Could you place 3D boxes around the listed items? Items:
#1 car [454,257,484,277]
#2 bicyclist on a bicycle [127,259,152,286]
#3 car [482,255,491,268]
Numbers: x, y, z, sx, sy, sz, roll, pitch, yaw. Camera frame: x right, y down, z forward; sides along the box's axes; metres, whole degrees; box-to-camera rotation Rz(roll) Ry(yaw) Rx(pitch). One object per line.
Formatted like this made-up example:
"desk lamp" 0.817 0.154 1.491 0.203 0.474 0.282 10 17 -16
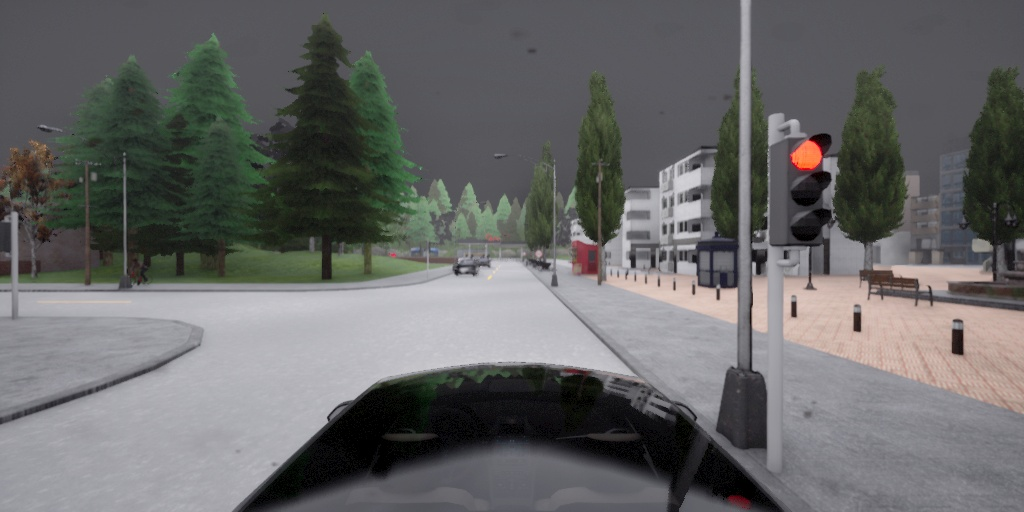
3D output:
"car" -4.092 1.061 32.884 2.128 1.511 4.902 0 0 0
"bicyclist on a bicycle" -22.144 0.985 21.234 0.582 1.620 1.656 0 1 0
"car" -4.045 1.006 51.827 2.033 1.411 5.357 0 0 1
